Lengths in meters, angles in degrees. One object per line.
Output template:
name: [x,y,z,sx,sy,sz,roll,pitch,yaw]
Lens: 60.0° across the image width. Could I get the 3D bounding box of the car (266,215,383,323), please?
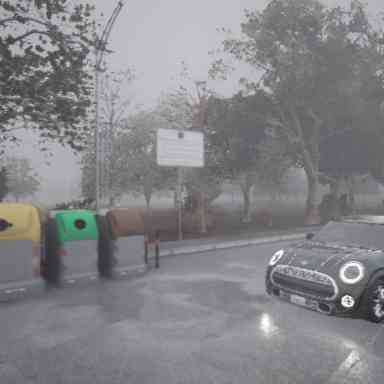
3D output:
car: [3.716,1.333,7.262,4.553,1.767,2.097,0,0,-36]
